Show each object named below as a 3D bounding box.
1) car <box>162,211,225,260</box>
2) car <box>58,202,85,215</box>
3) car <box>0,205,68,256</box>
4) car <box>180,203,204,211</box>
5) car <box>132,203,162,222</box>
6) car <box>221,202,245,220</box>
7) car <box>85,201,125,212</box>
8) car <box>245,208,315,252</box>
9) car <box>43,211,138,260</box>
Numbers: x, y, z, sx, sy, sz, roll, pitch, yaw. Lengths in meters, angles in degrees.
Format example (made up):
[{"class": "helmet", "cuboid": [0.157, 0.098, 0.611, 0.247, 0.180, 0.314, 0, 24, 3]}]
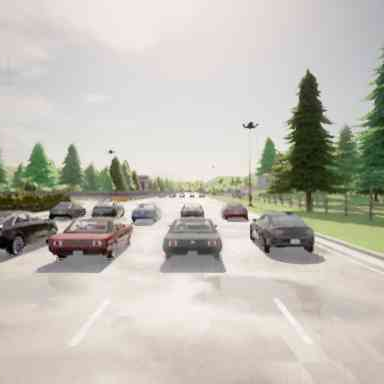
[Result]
[{"class": "car", "cuboid": [0.038, 1.592, 12.405, 1.895, 1.301, 4.718, 0, 0, 1]}, {"class": "car", "cuboid": [-10.447, 1.545, 28.320, 1.994, 1.385, 4.181, 0, 0, 0]}, {"class": "car", "cuboid": [-6.955, 1.483, 13.018, 2.128, 1.511, 4.902, 0, 0, 1]}, {"class": "car", "cuboid": [0.043, 1.581, 27.407, 1.895, 1.301, 4.718, 0, 0, 1]}, {"class": "car", "cuboid": [-3.472, 1.529, 25.859, 2.033, 1.411, 5.357, 0, 0, 0]}, {"class": "car", "cuboid": [3.553, 1.544, 28.311, 1.994, 1.385, 4.181, 0, 0, 0]}, {"class": "car", "cuboid": [-6.951, 1.472, 28.013, 2.128, 1.511, 4.902, 0, 0, 1]}, {"class": "car", "cuboid": [3.552, 1.515, 13.655, 1.812, 1.442, 4.674, 0, 0, 1]}, {"class": "car", "cuboid": [-3.462, 1.592, 12.406, 1.895, 1.301, 4.718, 0, 0, 1]}]
